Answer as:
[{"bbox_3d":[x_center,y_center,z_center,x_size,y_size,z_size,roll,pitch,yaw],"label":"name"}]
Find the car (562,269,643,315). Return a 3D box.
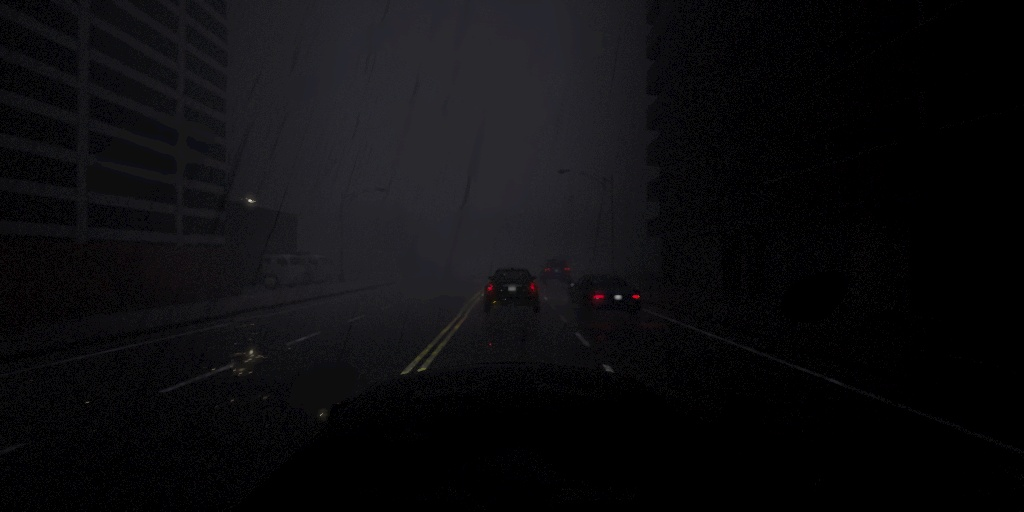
[{"bbox_3d":[3.511,1.436,14.343,2.033,1.411,5.357,0,-1,0],"label":"car"}]

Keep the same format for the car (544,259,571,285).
[{"bbox_3d":[3.556,1.278,29.404,2.150,2.045,5.566,0,0,1],"label":"car"}]

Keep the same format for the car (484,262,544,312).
[{"bbox_3d":[0.023,1.249,15.256,2.097,1.767,4.553,0,-1,0],"label":"car"}]
